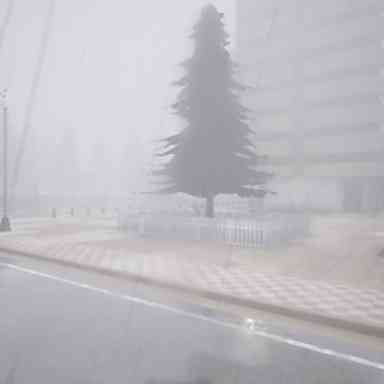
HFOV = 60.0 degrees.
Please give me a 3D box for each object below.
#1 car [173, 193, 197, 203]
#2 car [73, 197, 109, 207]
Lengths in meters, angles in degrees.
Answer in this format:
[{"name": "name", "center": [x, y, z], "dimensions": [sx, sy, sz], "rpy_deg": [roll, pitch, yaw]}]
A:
[{"name": "car", "center": [-1.220, 1.024, 63.072], "dimensions": [2.150, 2.045, 5.566], "rpy_deg": [0, 0, 36]}, {"name": "car", "center": [-13.863, 1.414, 45.666], "dimensions": [1.895, 1.301, 4.718], "rpy_deg": [0, 0, 36]}]
